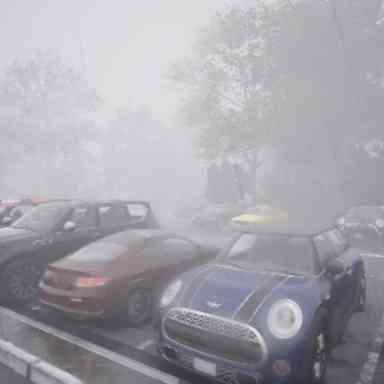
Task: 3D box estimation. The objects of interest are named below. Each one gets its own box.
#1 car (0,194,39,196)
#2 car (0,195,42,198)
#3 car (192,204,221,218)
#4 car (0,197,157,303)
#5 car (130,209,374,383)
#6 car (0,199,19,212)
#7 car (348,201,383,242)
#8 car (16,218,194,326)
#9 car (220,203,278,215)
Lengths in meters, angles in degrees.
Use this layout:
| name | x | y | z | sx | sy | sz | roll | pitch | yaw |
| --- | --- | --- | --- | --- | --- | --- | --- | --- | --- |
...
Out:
| name | x | y | z | sx | sy | sz | roll | pitch | yaw |
| --- | --- | --- | --- | --- | --- | --- | --- | --- | --- |
| car | -18.738 | 1.278 | 35.867 | 2.435 | 2.045 | 5.566 | 0 | 0 | 35 |
| car | -5.452 | 1.245 | 10.379 | 2.435 | 2.045 | 5.566 | 0 | 0 | 35 |
| car | 1.842 | 1.499 | 21.283 | 2.231 | 1.521 | 4.892 | 0 | 0 | 35 |
| car | -3.167 | 1.242 | 8.755 | 2.435 | 2.045 | 5.566 | 0 | 0 | 35 |
| car | 1.438 | 1.360 | 5.556 | 2.185 | 1.767 | 4.553 | 0 | 0 | 35 |
| car | -23.262 | 1.578 | 39.114 | 2.002 | 1.452 | 4.674 | 0 | 0 | 35 |
| car | 8.644 | 1.362 | 16.480 | 2.185 | 1.767 | 4.553 | 0 | 0 | 35 |
| car | -0.866 | 1.529 | 7.152 | 2.002 | 1.452 | 4.674 | 0 | 0 | 35 |
| car | 3.995 | 1.491 | 19.519 | 1.946 | 1.575 | 5.366 | 0 | 0 | 35 |
